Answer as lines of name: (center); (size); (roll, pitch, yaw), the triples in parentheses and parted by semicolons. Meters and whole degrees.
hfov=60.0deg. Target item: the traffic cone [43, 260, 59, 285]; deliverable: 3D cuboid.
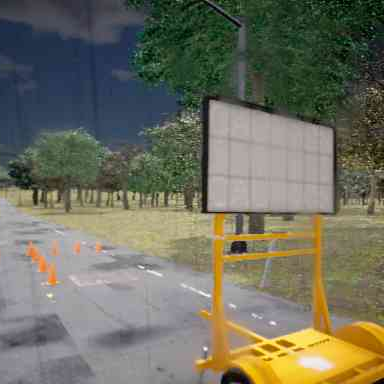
traffic cone: (-4.013, 2.321, 9.568); (0.340, 0.580, 0.340); (3, -3, -31)

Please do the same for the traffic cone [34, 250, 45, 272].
traffic cone: (-5.050, 2.377, 11.277); (0.340, 0.580, 0.340); (3, -3, -31)

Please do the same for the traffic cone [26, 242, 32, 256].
traffic cone: (-7.123, 2.488, 14.695); (0.340, 0.580, 0.340); (3, -3, -31)

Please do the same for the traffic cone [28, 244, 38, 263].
traffic cone: (-6.086, 2.433, 12.986); (0.340, 0.580, 0.340); (3, -3, -31)

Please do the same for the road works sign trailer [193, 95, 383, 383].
road works sign trailer: (0.971, 0.695, 4.459); (2.380, 3.560, 2.880); (3, -3, -33)

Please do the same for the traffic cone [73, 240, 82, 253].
traffic cone: (-5.413, 2.566, 15.730); (0.340, 0.580, 0.340); (3, -3, -31)

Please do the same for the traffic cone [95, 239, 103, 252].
traffic cone: (-4.559, 2.605, 16.247); (0.340, 0.580, 0.340); (3, -3, -31)
